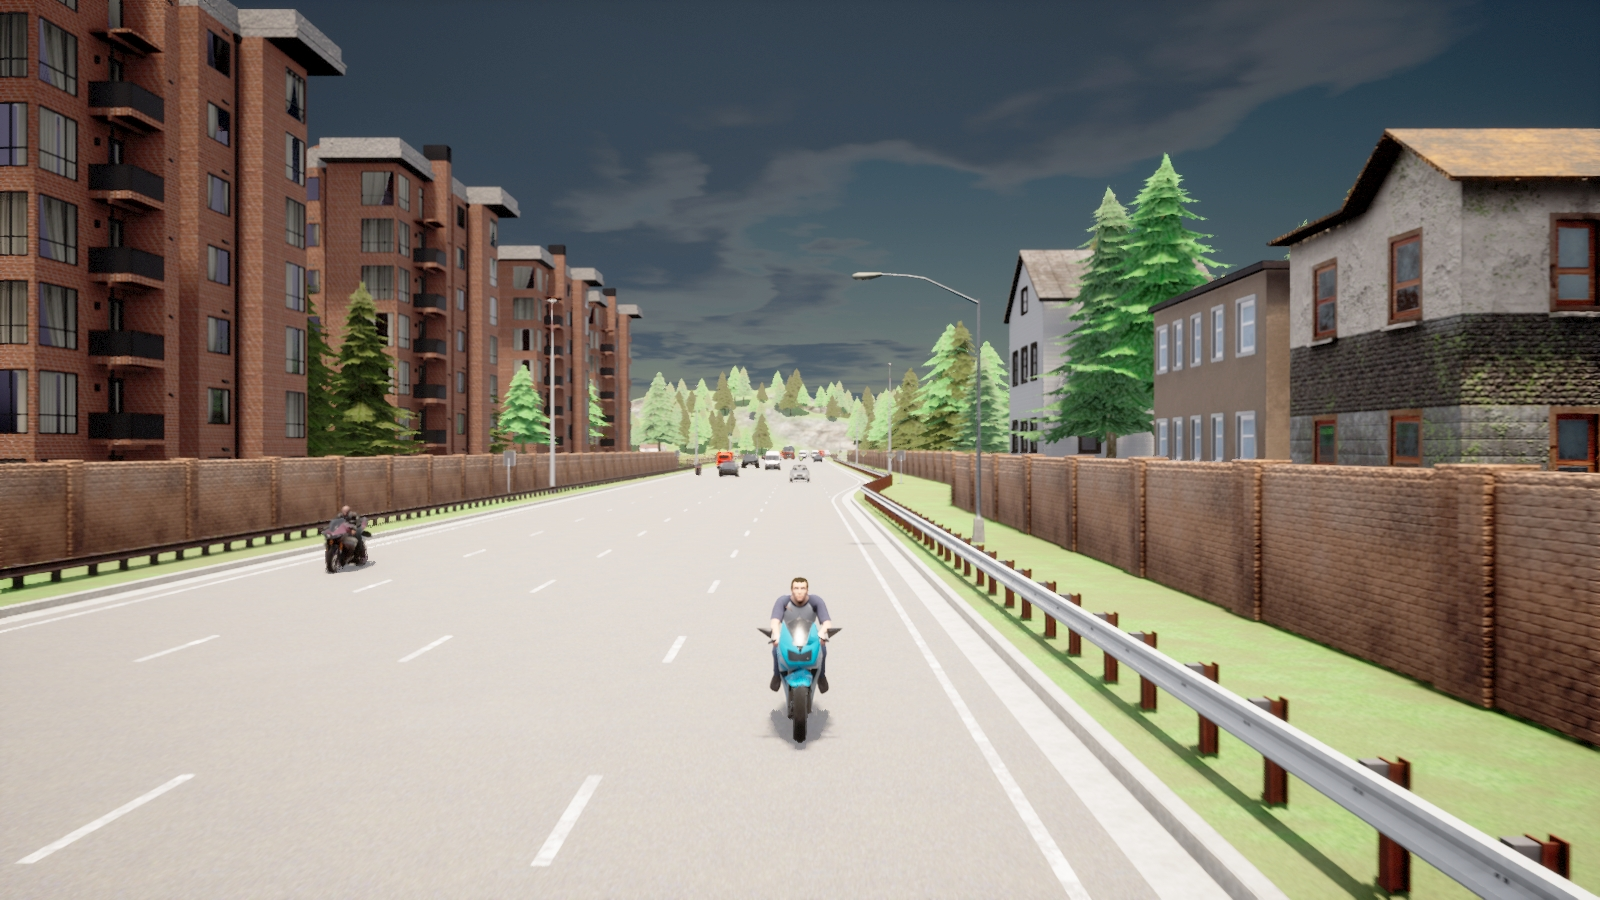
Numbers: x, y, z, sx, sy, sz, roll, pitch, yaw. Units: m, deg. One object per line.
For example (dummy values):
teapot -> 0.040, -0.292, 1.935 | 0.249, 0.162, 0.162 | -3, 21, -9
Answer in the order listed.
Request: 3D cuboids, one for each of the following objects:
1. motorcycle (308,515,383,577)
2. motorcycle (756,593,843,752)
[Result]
motorcycle -> -10.506, 2.185, 26.493 | 0.867, 1.251, 2.209 | 0, 0, 0
motorcycle -> -0.001, 2.176, 11.541 | 0.803, 1.199, 2.033 | 0, 0, 0
